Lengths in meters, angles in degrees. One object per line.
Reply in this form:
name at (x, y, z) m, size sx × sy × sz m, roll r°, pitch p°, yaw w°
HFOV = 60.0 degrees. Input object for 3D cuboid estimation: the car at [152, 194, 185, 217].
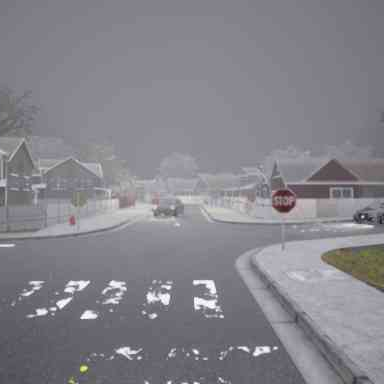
car at (-2.122, 1.371, 31.242) m, size 2.097 × 1.767 × 4.553 m, roll 0°, pitch 0°, yaw 11°

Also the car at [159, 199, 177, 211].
car at (-3.012, 1.634, 41.998) m, size 1.895 × 1.301 × 4.718 m, roll 0°, pitch 0°, yaw 0°

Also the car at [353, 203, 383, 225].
car at (13.024, 1.425, 22.696) m, size 4.181 × 1.385 × 1.994 m, roll -1°, pitch 0°, yaw -25°
